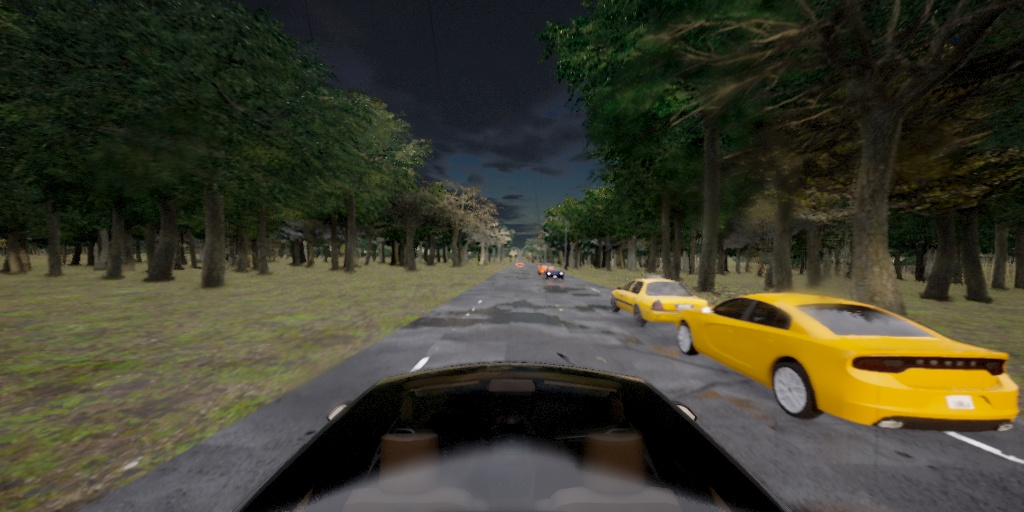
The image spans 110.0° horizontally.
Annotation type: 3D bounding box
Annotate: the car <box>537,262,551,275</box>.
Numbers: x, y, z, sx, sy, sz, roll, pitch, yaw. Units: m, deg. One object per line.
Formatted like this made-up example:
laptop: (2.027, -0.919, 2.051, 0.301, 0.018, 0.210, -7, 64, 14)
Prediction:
car: (4.505, 1.612, 47.971, 2.097, 1.767, 4.553, 1, -1, 1)

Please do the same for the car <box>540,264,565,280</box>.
car: (4.303, 1.775, 37.373, 1.895, 1.301, 4.718, 1, 0, 2)

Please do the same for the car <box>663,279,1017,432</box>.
car: (4.588, 1.357, 6.104, 1.882, 1.535, 5.008, 1, -1, 1)

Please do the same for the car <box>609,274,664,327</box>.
car: (4.730, 1.404, 12.292, 1.801, 1.575, 5.366, 1, -1, 1)
